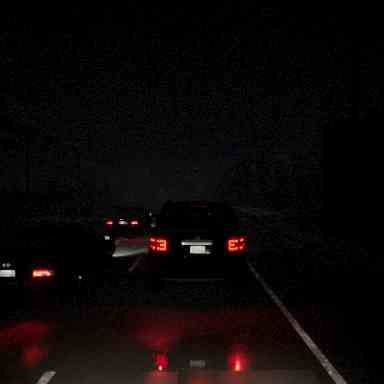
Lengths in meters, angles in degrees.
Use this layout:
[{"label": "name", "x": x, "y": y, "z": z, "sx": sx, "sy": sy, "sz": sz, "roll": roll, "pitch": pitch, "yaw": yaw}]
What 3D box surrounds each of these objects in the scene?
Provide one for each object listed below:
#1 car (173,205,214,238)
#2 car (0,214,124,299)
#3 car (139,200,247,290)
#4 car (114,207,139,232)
[{"label": "car", "x": 0.091, "y": 1.547, "z": 19.119, "sx": 2.033, "sy": 1.411, "sz": 5.357, "roll": 0, "pitch": 0, "yaw": 0}, {"label": "car", "x": -3.410, "y": 1.547, "z": 8.648, "sx": 2.033, "sy": 1.411, "sz": 5.357, "roll": 0, "pitch": 0, "yaw": 0}, {"label": "car", "x": 0.095, "y": 1.221, "z": 9.188, "sx": 2.150, "sy": 2.045, "sz": 5.566, "roll": 0, "pitch": 0, "yaw": 0}, {"label": "car", "x": -3.412, "y": 1.547, "z": 18.719, "sx": 2.033, "sy": 1.411, "sz": 5.357, "roll": 0, "pitch": 0, "yaw": 0}]
